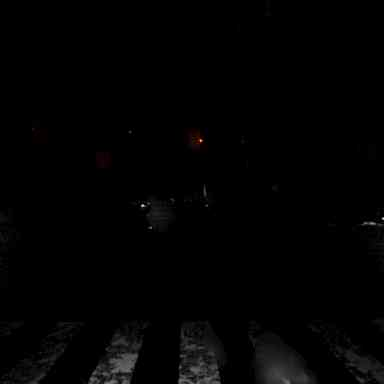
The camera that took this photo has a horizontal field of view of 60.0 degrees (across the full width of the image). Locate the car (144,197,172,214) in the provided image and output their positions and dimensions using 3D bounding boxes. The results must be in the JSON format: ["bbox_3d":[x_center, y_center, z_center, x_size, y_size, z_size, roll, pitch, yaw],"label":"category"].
[{"bbox_3d":[-3.466,1.569,34.666,1.994,1.385,4.181,0,0,-2],"label":"car"}]

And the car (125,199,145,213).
[{"bbox_3d":[-6.148,1.556,36.262,2.008,1.369,4.403,0,0,-1],"label":"car"}]

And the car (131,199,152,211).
[{"bbox_3d":[-6.220,1.557,41.254,2.008,1.369,4.403,0,0,-1],"label":"car"}]

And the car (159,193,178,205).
[{"bbox_3d":[-3.709,1.363,52.629,2.097,1.767,4.553,0,0,-1],"label":"car"}]

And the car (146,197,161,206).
[{"bbox_3d":[-6.429,1.579,55.824,1.947,1.339,4.313,0,0,-1],"label":"car"}]

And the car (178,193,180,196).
[{"bbox_3d":[-3.820,1.508,62.408,2.128,1.511,4.902,0,0,0],"label":"car"}]

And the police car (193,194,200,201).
[{"bbox_3d":[1.203,1.463,90.558,1.930,1.638,5.238,0,0,-1],"label":"police car"}]

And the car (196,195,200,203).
[{"bbox_3d":[2.142,1.562,52.713,2.008,1.369,4.403,0,0,-1],"label":"car"}]

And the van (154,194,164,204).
[{"bbox_3d":[-6.585,1.360,66.649,1.690,1.788,3.998,0,0,-1],"label":"van"}]

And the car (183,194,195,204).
[{"bbox_3d":[-0.706,1.619,65.643,1.895,1.301,4.718,0,0,-1],"label":"car"}]

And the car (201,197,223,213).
[{"bbox_3d":[2.376,1.556,36.381,2.008,1.369,4.403,0,0,-1],"label":"car"}]

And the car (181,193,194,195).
[{"bbox_3d":[-0.943,1.549,75.571,2.128,1.511,4.902,0,0,-1],"label":"car"}]

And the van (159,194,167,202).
[{"bbox_3d":[-6.741,1.368,77.475,1.690,1.788,3.998,0,0,-1],"label":"van"}]

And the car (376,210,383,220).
[{"bbox_3d":[14.710,1.249,21.033,5.357,1.411,2.033,-1,0,-1],"label":"car"}]

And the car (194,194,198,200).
[{"bbox_3d":[2.000,1.567,62.584,2.008,1.369,4.403,0,0,-1],"label":"car"}]

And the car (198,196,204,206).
[{"bbox_3d":[2.220,1.553,47.269,1.887,1.381,4.507,0,0,-1],"label":"car"}]

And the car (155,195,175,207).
[{"bbox_3d":[-3.583,1.485,43.479,1.882,1.535,5.008,0,0,-1],"label":"car"}]
